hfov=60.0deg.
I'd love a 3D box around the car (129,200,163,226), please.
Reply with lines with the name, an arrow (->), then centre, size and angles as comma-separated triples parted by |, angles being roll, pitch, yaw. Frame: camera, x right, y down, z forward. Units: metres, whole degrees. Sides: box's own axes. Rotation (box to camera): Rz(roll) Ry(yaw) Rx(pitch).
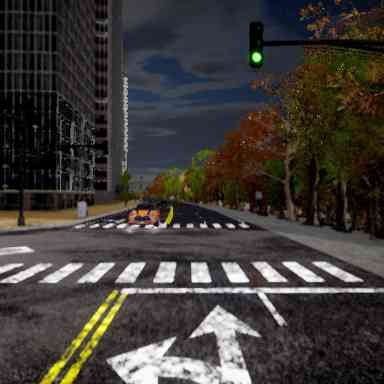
car -> -3.676, 1.680, 26.407 | 2.097, 1.767, 4.553 | 0, -1, -2

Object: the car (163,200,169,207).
car -> -6.007, 2.387, 70.606 | 1.882, 1.535, 5.008 | 0, -1, -4
